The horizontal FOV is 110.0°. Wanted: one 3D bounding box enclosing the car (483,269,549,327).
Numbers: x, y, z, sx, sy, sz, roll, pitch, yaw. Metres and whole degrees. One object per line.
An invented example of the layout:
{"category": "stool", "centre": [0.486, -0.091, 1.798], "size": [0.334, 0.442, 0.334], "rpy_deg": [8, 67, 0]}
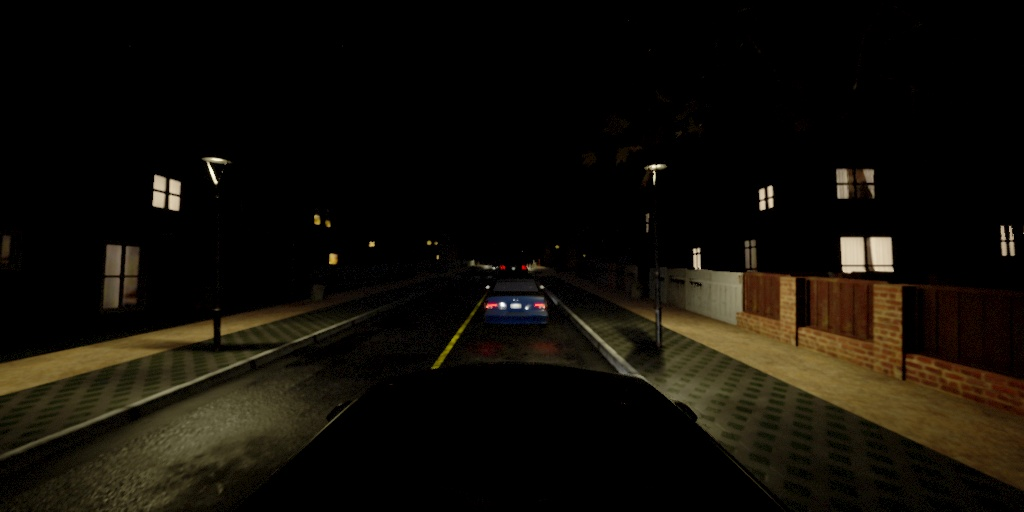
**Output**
{"category": "car", "centre": [0.096, 1.309, 11.539], "size": [2.033, 1.411, 5.357], "rpy_deg": [0, 0, 0]}

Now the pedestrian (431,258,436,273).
{"category": "pedestrian", "centre": [-9.830, 1.204, 44.572], "size": [0.375, 1.860, 0.375], "rpy_deg": [0, -3, -1]}

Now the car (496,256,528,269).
{"category": "car", "centre": [0.067, 1.011, 28.098], "size": [2.150, 2.045, 5.566], "rpy_deg": [0, -1, -1]}
